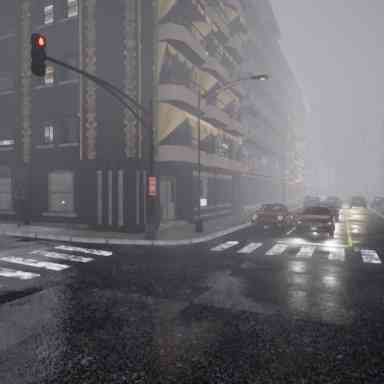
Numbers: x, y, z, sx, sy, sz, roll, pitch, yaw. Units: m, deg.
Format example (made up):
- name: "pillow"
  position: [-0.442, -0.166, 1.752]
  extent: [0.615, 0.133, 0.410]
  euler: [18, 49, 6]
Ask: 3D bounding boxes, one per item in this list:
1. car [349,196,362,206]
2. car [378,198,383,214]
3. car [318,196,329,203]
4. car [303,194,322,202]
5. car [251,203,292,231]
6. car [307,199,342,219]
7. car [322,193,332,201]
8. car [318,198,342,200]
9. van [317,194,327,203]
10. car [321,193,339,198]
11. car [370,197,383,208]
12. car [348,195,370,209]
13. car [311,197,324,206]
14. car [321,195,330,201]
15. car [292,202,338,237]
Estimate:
- name: "car"
  position: [26.851, 1.472, 54.687]
  extent: [1.882, 1.535, 5.008]
  euler: [0, 0, 24]
- name: "car"
  position: [19.588, 1.541, 32.259]
  extent: [1.887, 1.381, 4.507]
  euler: [0, 0, 24]
- name: "car"
  position: [28.322, 1.543, 71.660]
  extent: [2.008, 1.369, 4.403]
  euler: [0, 0, 24]
- name: "car"
  position: [16.636, 1.311, 46.002]
  extent: [2.192, 1.841, 5.009]
  euler: [0, 0, 24]
- name: "car"
  position: [4.953, 1.438, 20.343]
  extent: [1.967, 1.590, 4.097]
  euler: [0, 0, 24]
- name: "car"
  position: [10.660, 1.561, 26.591]
  extent: [1.994, 1.385, 4.181]
  euler: [0, 0, 25]
- name: "car"
  position: [35.331, 1.304, 87.056]
  extent: [2.192, 1.841, 5.009]
  euler: [0, 0, 24]
- name: "car"
  position: [14.803, 1.597, 35.650]
  extent: [1.895, 1.301, 4.718]
  euler: [0, 0, 25]
- name: "van"
  position: [25.985, 1.335, 66.529]
  extent: [1.690, 1.788, 3.998]
  euler: [0, 0, 24]
- name: "car"
  position: [19.068, 1.348, 44.901]
  extent: [2.097, 1.767, 4.553]
  euler: [0, 0, 25]
- name: "car"
  position: [26.599, 1.435, 47.655]
  extent: [1.967, 1.590, 4.097]
  euler: [0, 0, 24]
- name: "car"
  position: [22.812, 1.347, 45.783]
  extent: [2.097, 1.767, 4.553]
  euler: [0, 0, 24]
- name: "car"
  position: [21.241, 1.520, 56.110]
  extent: [1.752, 1.417, 4.829]
  euler: [0, 0, 24]
- name: "car"
  position: [32.925, 1.515, 81.769]
  extent: [1.752, 1.417, 4.829]
  euler: [0, 0, 24]
- name: "car"
  position: [6.919, 1.523, 18.402]
  extent: [1.812, 1.442, 4.674]
  euler: [0, 0, 25]
